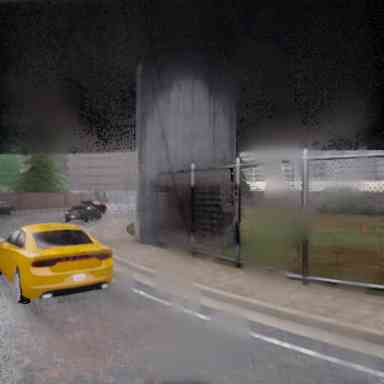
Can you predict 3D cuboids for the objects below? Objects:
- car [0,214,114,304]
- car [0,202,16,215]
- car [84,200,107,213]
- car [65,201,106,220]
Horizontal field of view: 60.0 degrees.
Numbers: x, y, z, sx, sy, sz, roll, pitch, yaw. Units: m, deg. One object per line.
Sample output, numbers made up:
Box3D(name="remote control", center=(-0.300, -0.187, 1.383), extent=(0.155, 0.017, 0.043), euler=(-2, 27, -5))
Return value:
Box3D(name="car", center=(-3.737, 1.554, 8.579), extent=(1.882, 1.535, 5.008), euler=(0, -1, -37))
Box3D(name="car", center=(-19.446, 1.749, 32.750), extent=(1.837, 1.490, 4.892), euler=(0, -1, 6))
Box3D(name="car", center=(-11.402, 1.709, 38.061), extent=(2.097, 1.767, 4.553), euler=(0, -1, 7))
Box3D(name="car", center=(-9.126, 1.786, 28.158), extent=(1.812, 1.442, 4.674), euler=(0, -1, 3))
